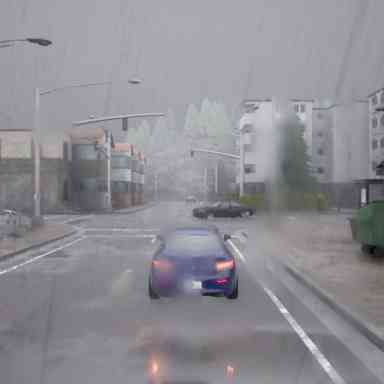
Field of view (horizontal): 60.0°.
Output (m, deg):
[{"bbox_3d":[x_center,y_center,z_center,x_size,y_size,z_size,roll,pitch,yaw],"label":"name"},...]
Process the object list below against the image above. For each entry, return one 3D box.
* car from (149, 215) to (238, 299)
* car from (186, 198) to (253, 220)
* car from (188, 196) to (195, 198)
[{"bbox_3d":[0.039,1.526,8.314,1.812,1.442,4.674,0,0,0],"label":"car"},{"bbox_3d":[2.431,1.428,26.488,5.008,1.535,1.882,1,-2,-22],"label":"car"},{"bbox_3d":[-0.152,1.526,66.956,1.812,1.442,4.674,0,0,0],"label":"car"}]
